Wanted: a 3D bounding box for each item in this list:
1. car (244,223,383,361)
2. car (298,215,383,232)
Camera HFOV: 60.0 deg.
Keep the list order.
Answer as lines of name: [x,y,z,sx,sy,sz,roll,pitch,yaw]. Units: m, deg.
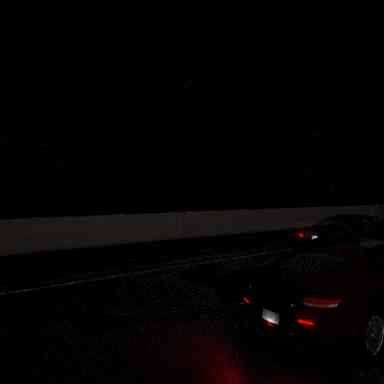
car: [2.958,1.532,5.888,4.674,1.442,1.812,0,0,-35]
car: [6.129,1.561,12.394,5.357,1.411,2.033,0,0,-35]
